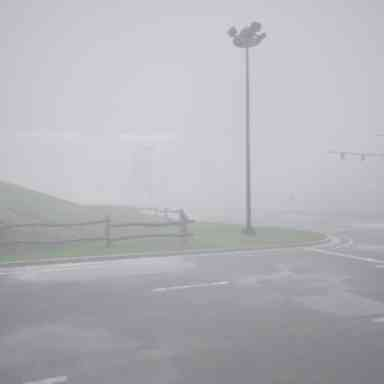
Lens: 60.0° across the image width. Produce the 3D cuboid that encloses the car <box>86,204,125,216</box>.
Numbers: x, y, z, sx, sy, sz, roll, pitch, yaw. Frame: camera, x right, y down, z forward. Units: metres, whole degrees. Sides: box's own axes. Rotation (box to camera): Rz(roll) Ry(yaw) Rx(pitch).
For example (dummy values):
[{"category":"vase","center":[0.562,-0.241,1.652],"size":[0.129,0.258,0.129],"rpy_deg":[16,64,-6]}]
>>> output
[{"category":"car","center":[-12.481,2.499,48.118],"size":[4.674,1.442,1.812],"rpy_deg":[-1,-1,23]}]

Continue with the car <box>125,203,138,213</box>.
[{"category":"car","center":[-10.990,2.588,51.289],"size":[4.181,1.385,1.994],"rpy_deg":[-1,-1,23]}]

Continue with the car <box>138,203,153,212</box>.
[{"category":"car","center":[-9.553,2.567,54.495],"size":[4.902,1.511,2.128],"rpy_deg":[-1,-1,24]}]

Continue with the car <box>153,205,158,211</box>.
[{"category":"car","center":[-8.216,2.652,57.727],"size":[4.674,1.442,1.812],"rpy_deg":[-1,-1,24]}]
